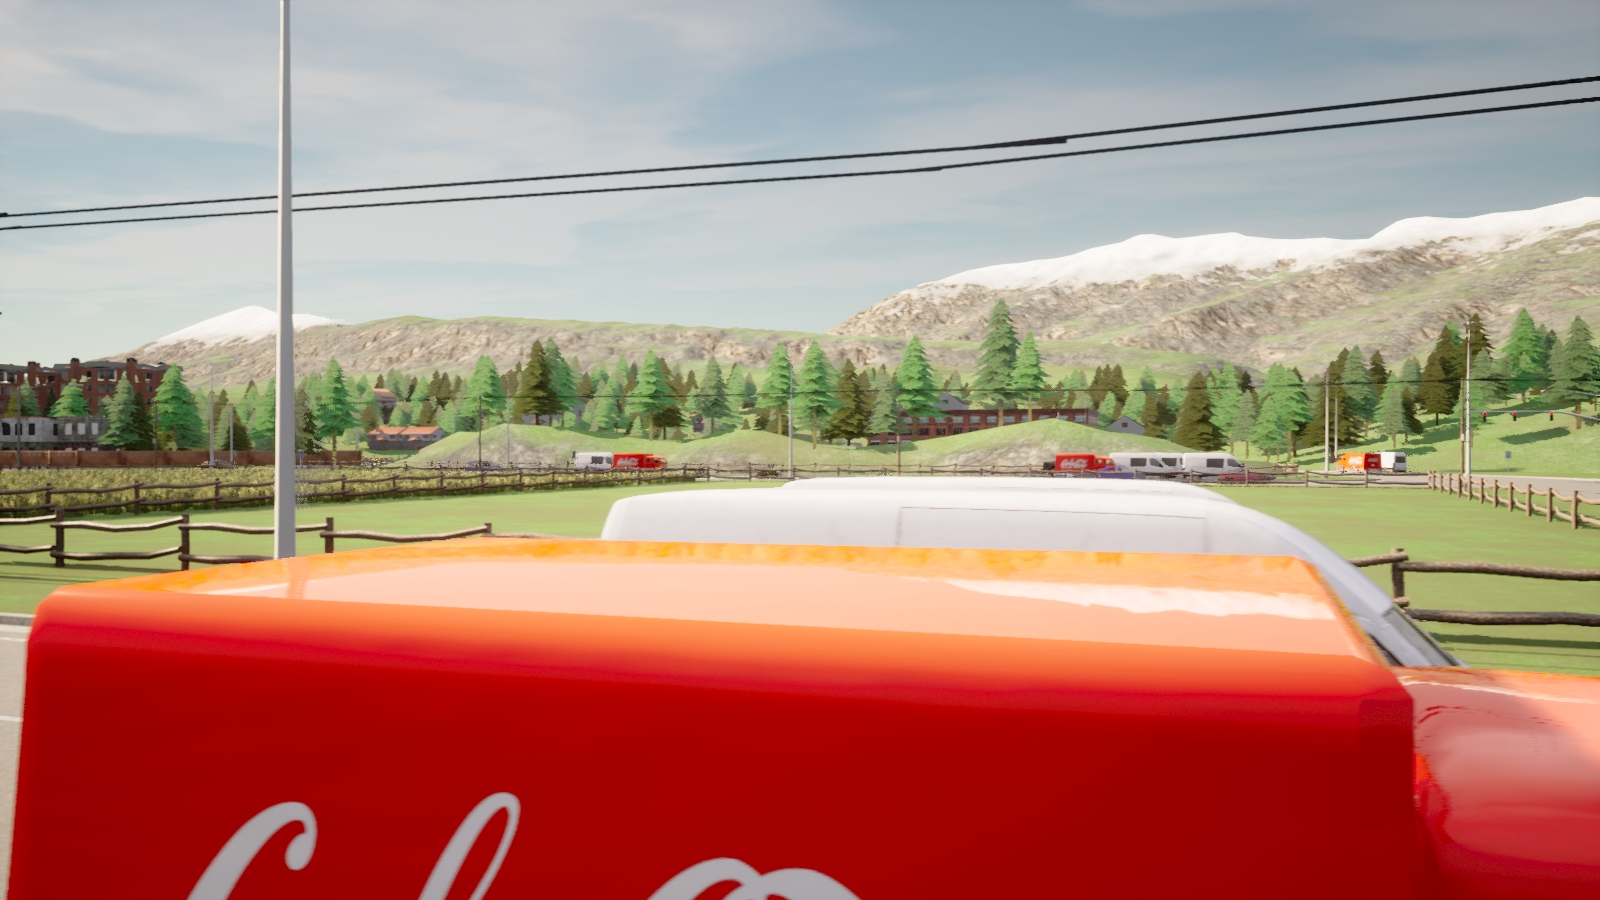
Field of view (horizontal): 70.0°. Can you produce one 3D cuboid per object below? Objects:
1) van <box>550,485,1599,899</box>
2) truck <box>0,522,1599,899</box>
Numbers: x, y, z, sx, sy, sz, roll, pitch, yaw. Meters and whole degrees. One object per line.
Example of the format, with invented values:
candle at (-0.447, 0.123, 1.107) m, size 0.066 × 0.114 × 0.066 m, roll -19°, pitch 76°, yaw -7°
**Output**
van at (1.704, 1.534, 6.398) m, size 5.915 × 2.561 × 1.988 m, roll 0°, pitch 0°, yaw 20°
truck at (0.647, 1.567, 3.134) m, size 5.204 × 2.467 × 2.627 m, roll 0°, pitch 0°, yaw 21°
